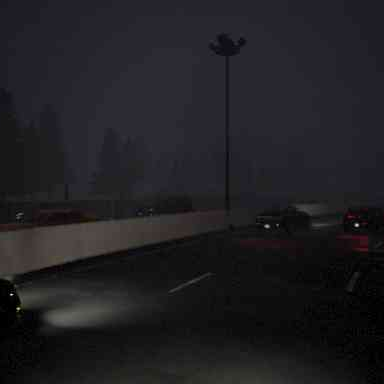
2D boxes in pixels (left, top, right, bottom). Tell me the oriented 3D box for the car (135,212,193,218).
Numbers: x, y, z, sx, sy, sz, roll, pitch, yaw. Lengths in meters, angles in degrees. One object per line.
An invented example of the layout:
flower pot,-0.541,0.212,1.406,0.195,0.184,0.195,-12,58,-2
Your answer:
car,-2.143,1.303,26.968,2.150,2.045,5.566,-1,-1,38

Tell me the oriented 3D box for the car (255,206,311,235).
car,5.331,1.538,19.089,2.128,1.511,4.902,0,0,37

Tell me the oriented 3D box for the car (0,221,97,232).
car,-6.358,1.529,14.803,1.882,1.535,5.008,0,0,32

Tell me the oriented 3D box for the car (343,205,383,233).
car,10.571,1.547,20.066,1.837,1.490,4.892,-1,0,39

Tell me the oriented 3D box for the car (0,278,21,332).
car,-4.384,1.522,3.607,1.837,1.490,4.892,0,0,27
